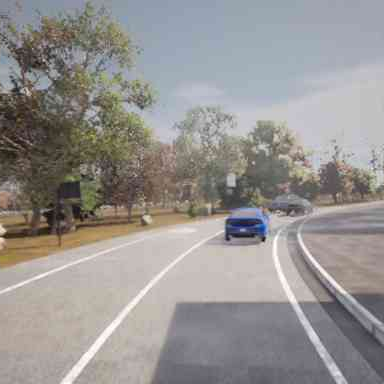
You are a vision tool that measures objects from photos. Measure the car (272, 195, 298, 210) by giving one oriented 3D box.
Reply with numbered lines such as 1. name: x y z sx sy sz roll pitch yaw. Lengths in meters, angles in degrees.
1. car: 11.001 1.400 39.414 2.150 2.045 5.566 -4 -2 39

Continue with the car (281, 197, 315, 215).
1. car: 10.925 1.521 33.479 1.837 1.490 4.892 -4 -2 34

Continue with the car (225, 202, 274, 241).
1. car: 2.928 1.516 16.915 1.882 1.535 5.008 -2 -1 17
